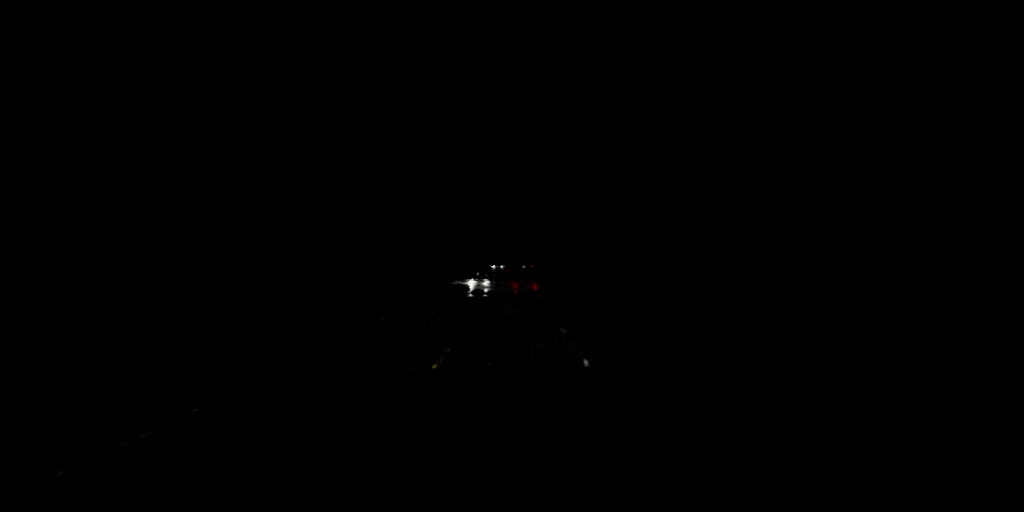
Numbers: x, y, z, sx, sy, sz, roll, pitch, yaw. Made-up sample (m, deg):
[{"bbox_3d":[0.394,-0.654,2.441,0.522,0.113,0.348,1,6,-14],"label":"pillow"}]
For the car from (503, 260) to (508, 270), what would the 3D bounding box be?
[{"bbox_3d":[0.005,1.208,51.983,1.882,1.535,5.008,0,0,0],"label":"car"}]

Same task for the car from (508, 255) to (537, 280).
[{"bbox_3d":[0.956,0.966,31.560,2.150,2.045,5.566,0,0,0],"label":"car"}]

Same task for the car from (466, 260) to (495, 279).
[{"bbox_3d":[-2.850,1.305,31.860,1.994,1.385,4.181,0,0,0],"label":"car"}]
